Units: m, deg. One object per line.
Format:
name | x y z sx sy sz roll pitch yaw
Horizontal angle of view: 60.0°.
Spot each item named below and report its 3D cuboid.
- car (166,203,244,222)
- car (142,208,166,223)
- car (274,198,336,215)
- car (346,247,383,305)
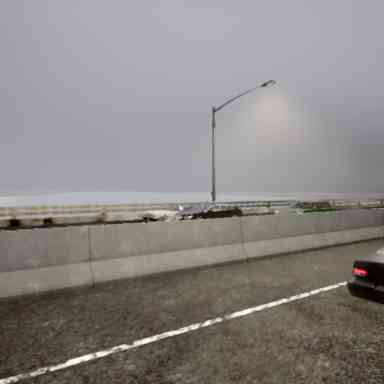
car | 1.151 1.460 21.408 4.902 1.511 2.128 0 0 -35
car | -1.183 1.567 24.049 4.718 1.301 1.895 0 0 -35
car | 7.300 1.317 21.443 4.553 1.767 2.097 0 0 -35
car | 5.483 1.534 7.099 5.357 1.411 2.033 0 0 -35
